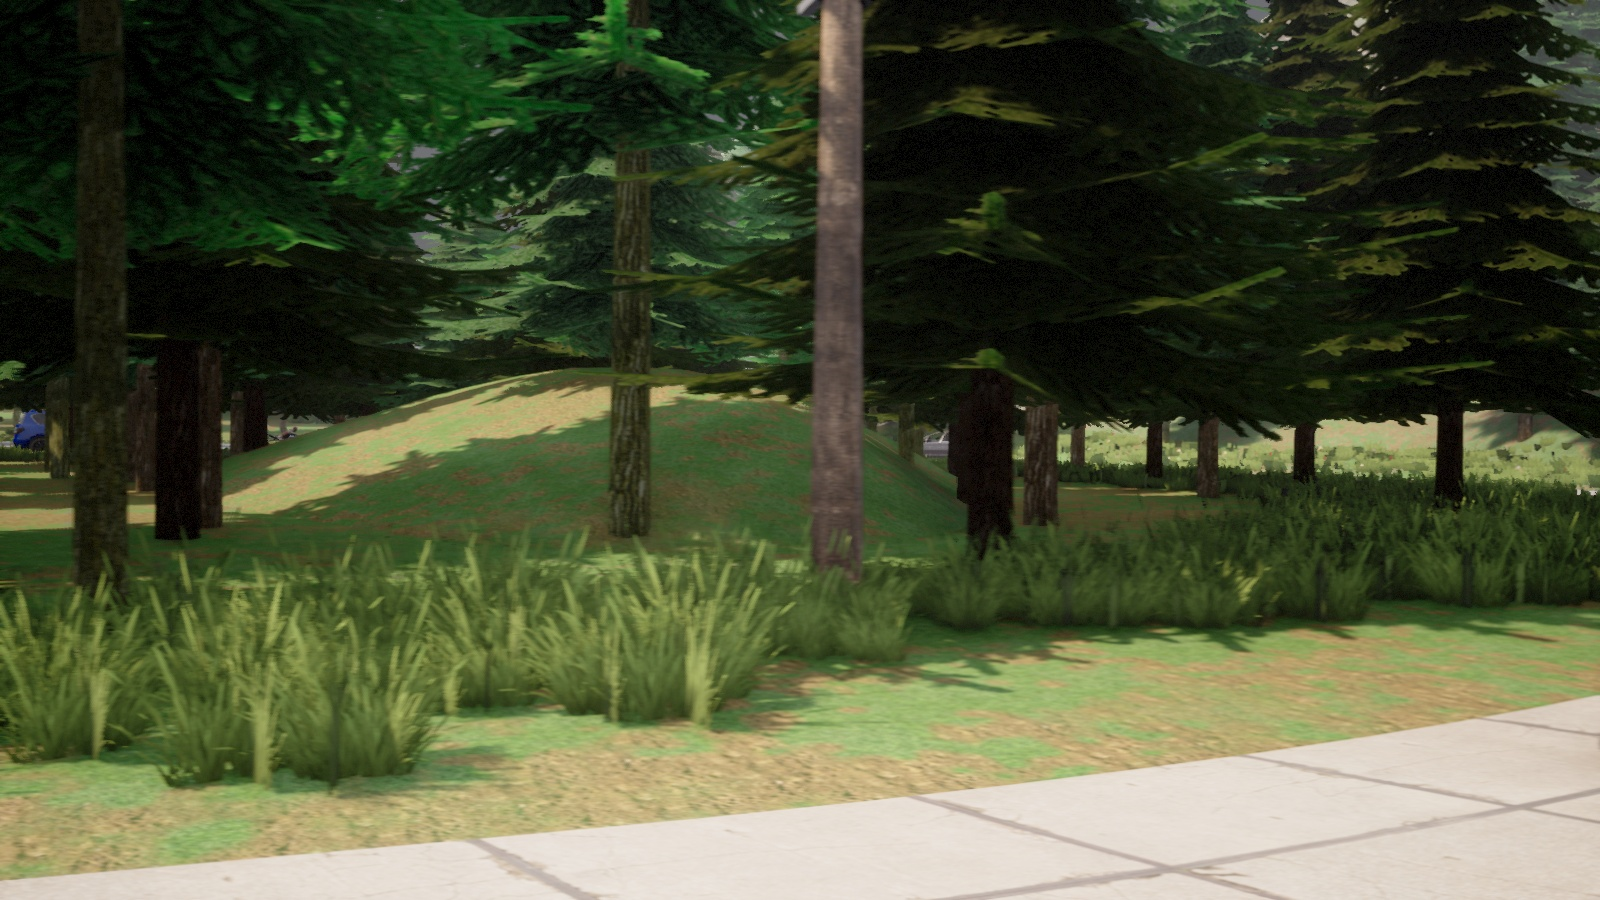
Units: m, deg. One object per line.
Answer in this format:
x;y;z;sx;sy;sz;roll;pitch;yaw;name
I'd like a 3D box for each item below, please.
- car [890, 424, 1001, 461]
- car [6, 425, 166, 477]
6.770;-0.353;58.601;4.611;1.667;2.242;0;1;34;car
-30.055;0.014;53.080;5.566;2.045;2.150;-1;1;-19;car
